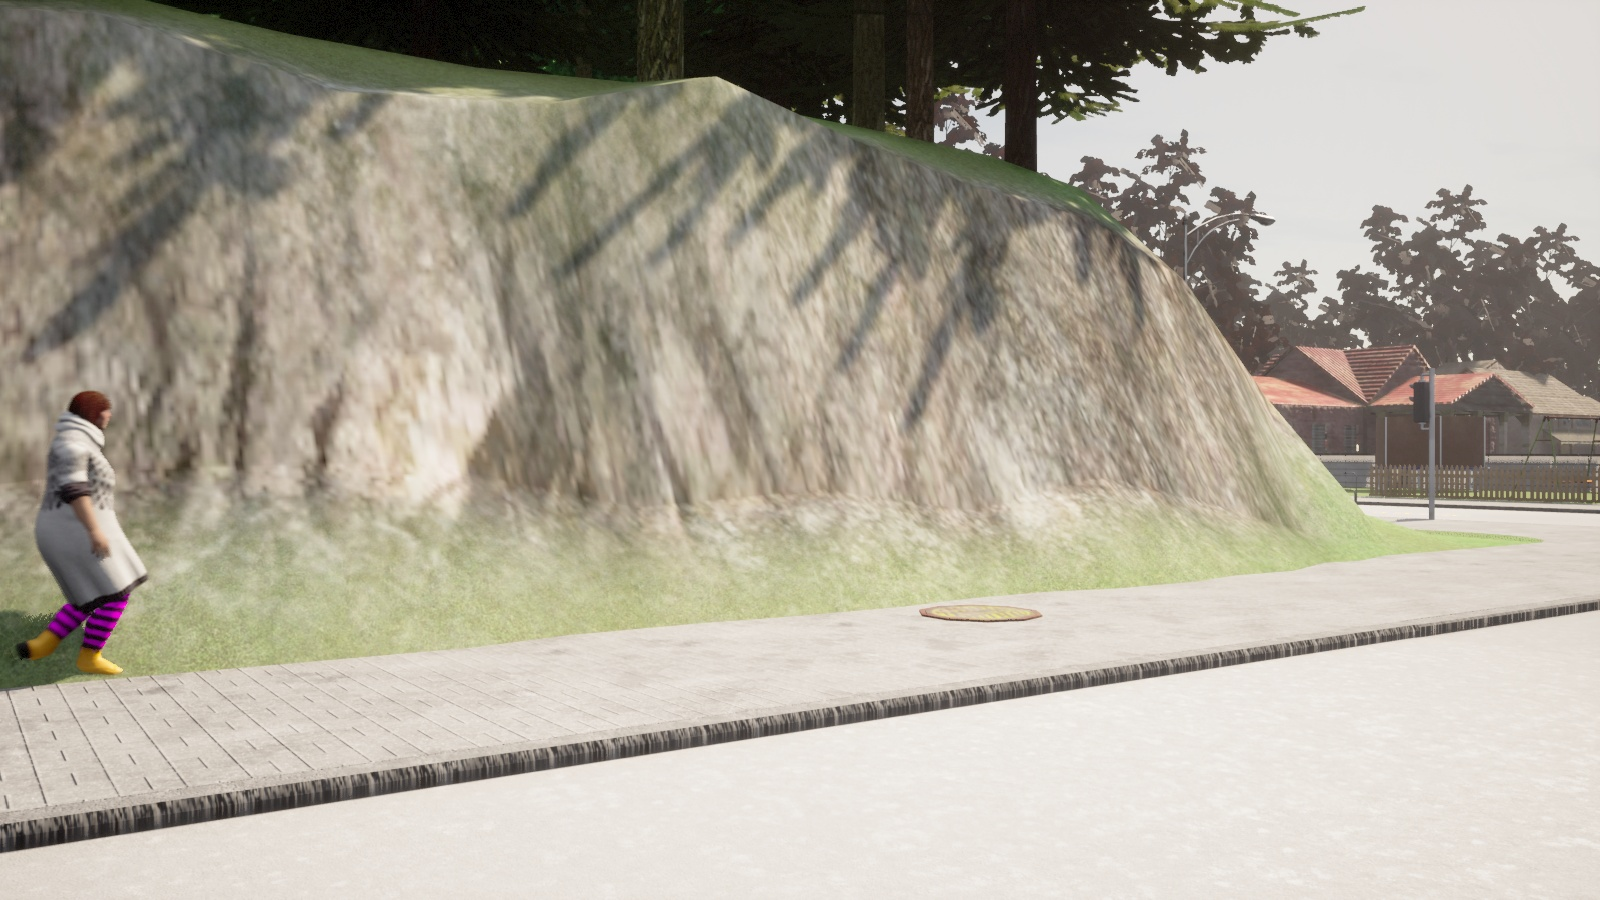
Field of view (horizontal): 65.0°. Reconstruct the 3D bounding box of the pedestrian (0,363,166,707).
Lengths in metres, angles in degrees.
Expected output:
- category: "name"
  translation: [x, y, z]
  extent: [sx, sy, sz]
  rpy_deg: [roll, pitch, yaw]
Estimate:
- category: "pedestrian"
  translation: [-4.395, 0.483, 7.637]
  extent: [0.873, 1.952, 0.659]
  rpy_deg: [0, 0, -35]
